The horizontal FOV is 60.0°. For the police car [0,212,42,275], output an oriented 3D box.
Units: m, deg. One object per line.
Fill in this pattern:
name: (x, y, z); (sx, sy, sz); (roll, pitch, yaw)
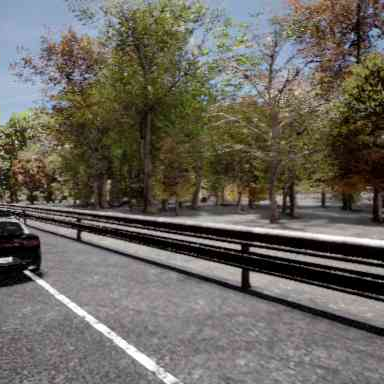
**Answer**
police car: (-6.048, 1.437, 9.933); (1.930, 1.638, 5.238); (-2, 1, -39)
